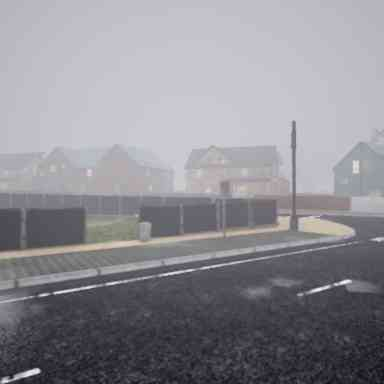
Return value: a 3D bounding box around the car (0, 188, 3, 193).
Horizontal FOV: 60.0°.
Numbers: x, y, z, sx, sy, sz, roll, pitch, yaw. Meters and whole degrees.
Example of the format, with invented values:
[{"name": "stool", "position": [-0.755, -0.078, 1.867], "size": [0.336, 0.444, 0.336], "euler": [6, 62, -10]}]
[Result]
[{"name": "car", "position": [-25.117, 0.380, 39.566], "size": [5.566, 2.045, 2.150], "euler": [1, 0, 19]}]
